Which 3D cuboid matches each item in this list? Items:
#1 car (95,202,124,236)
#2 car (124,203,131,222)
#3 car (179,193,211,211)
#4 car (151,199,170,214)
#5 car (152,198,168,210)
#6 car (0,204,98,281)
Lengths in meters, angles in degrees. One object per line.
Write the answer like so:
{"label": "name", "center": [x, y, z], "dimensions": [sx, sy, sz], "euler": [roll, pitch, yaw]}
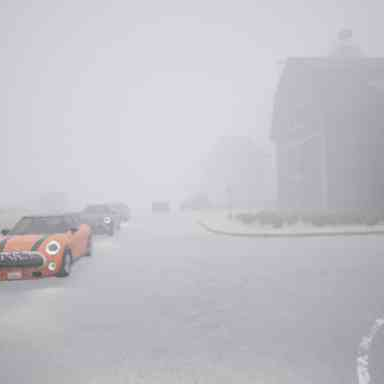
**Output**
{"label": "car", "center": [-5.394, 1.482, 19.175], "dimensions": [2.097, 1.767, 4.553], "euler": [-1, 0, -6]}
{"label": "car", "center": [-6.247, 1.660, 27.976], "dimensions": [1.837, 1.490, 4.892], "euler": [-1, 0, -6]}
{"label": "car", "center": [0.351, 1.172, 40.040], "dimensions": [3.866, 1.878, 1.905], "euler": [-4, 4, 42]}
{"label": "car", "center": [-3.477, 1.531, 36.792], "dimensions": [1.882, 1.535, 5.008], "euler": [-2, 0, -5]}
{"label": "car", "center": [-4.527, 1.685, 47.346], "dimensions": [2.033, 1.411, 5.357], "euler": [-1, 0, -5]}
{"label": "car", "center": [-4.534, 1.454, 10.344], "dimensions": [2.097, 1.767, 4.553], "euler": [-1, 0, -6]}
